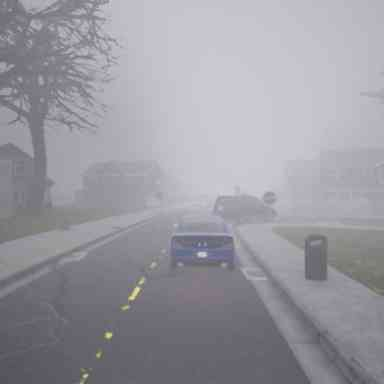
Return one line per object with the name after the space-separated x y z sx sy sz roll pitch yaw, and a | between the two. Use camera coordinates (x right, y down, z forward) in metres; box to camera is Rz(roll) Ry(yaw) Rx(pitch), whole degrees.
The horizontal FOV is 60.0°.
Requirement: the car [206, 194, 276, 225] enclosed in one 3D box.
3.919 1.277 24.465 5.566 2.045 2.150 1 -2 -44 | car

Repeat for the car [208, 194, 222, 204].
4.871 1.345 69.543 2.150 2.045 5.566 0 0 12 | car

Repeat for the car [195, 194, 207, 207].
1.827 1.305 54.069 2.150 2.045 5.566 0 0 10 | car

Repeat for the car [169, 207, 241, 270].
0.359 1.491 11.189 1.882 1.535 5.008 0 0 2 | car
